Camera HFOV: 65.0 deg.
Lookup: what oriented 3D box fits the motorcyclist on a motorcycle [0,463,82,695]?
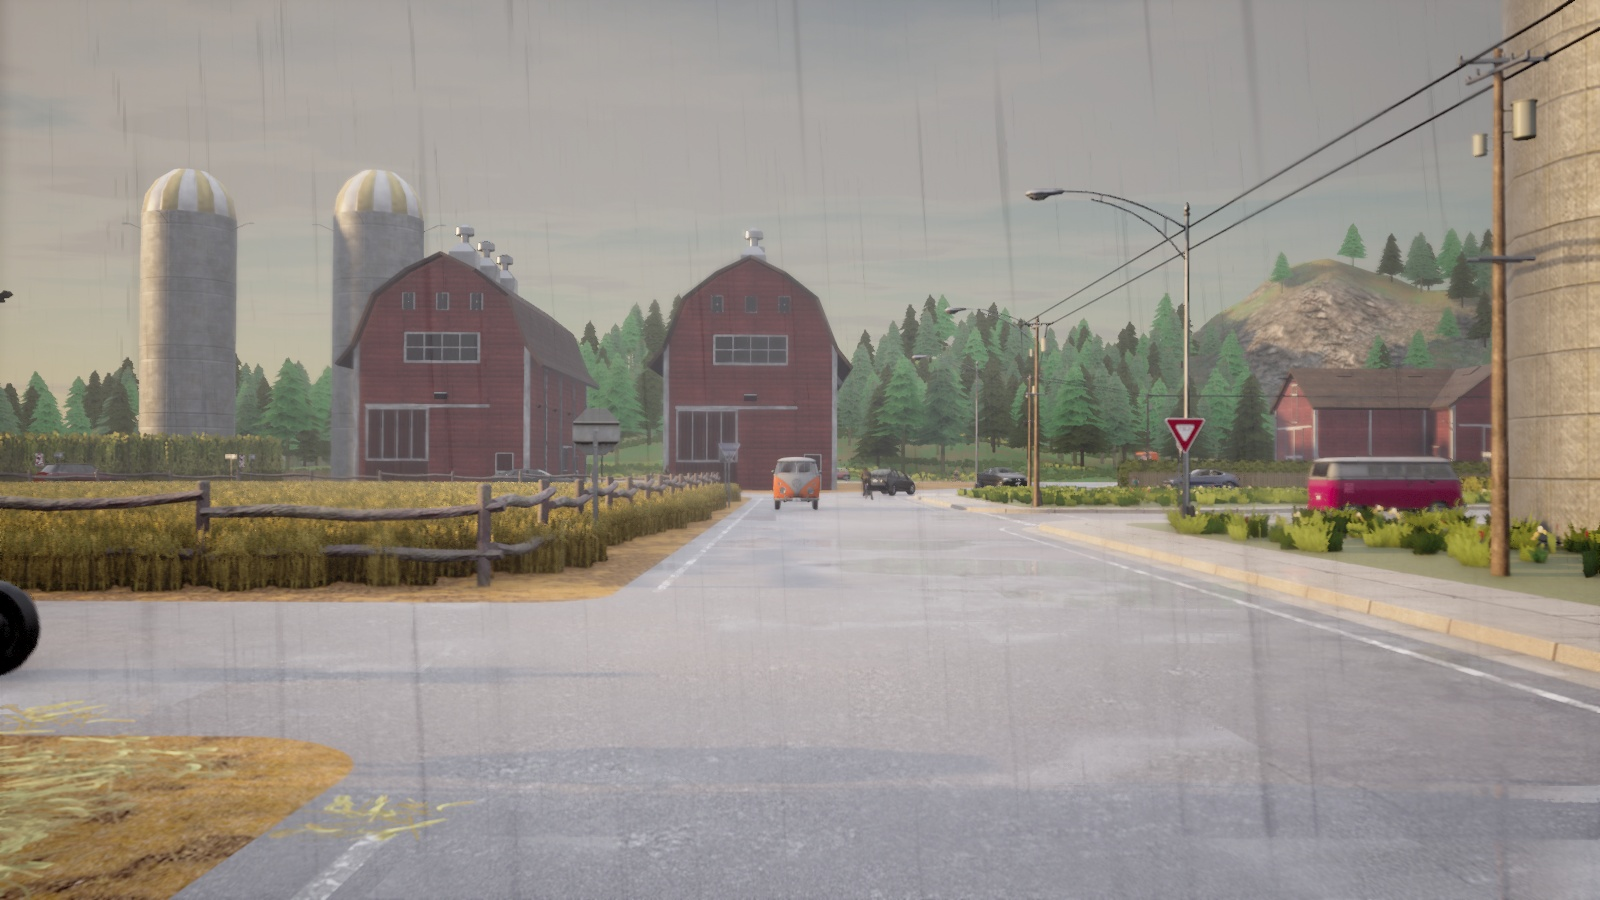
[{"bbox_3d":[-6.738,0.927,9.331,2.350,1.649,0.766,0,-1,0],"label":"motorcyclist on a motorcycle"}]

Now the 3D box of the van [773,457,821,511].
[{"bbox_3d":[-0.116,1.278,48.203,1.775,1.987,4.442,0,-1,0],"label":"van"}]

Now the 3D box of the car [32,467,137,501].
[{"bbox_3d":[-39.150,1.843,68.825,2.097,1.767,4.553,-1,-1,36],"label":"car"}]

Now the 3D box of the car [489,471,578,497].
[{"bbox_3d":[-15.690,1.973,74.030,4.892,1.490,1.837,0,-1,-3],"label":"car"}]

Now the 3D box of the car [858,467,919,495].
[{"bbox_3d":[5.196,1.796,73.301,2.007,1.525,4.514,-1,-1,26],"label":"car"}]

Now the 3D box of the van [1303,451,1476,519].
[{"bbox_3d":[17.943,1.059,38.340,4.442,1.987,1.775,0,-1,-1],"label":"van"}]

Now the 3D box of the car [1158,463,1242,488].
[{"bbox_3d":[27.235,1.746,85.583,5.027,1.651,2.152,0,-1,0],"label":"car"}]

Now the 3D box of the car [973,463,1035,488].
[{"bbox_3d":[14.061,1.733,86.870,2.152,1.651,5.027,0,-1,-18],"label":"car"}]
